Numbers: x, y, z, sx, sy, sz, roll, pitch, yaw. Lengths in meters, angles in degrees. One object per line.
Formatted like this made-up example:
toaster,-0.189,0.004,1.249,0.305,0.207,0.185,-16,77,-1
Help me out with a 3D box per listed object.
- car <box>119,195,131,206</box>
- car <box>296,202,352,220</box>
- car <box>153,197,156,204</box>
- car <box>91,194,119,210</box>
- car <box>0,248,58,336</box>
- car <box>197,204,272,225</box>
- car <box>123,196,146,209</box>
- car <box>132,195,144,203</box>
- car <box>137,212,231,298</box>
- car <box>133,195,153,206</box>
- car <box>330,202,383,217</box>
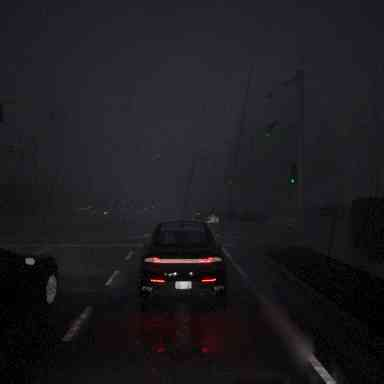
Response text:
car,-11.587,1.505,53.248,1.837,1.490,4.892,0,0,-1
car,11.395,1.547,27.211,5.357,1.411,2.033,0,0,0
car,-8.234,1.526,65.072,1.812,1.442,4.674,0,0,-1
car,-11.435,1.221,43.420,2.150,2.045,5.566,0,0,-2
car,-3.612,1.478,4.854,1.882,1.535,5.008,0,0,-2
car,2.868,1.547,23.578,5.357,1.411,2.033,0,0,0
car,-7.977,1.601,46.483,1.895,1.301,4.718,0,0,-1
car,-11.840,1.478,73.229,1.882,1.535,5.008,0,0,-1
car,-0.245,1.492,8.518,2.128,1.511,4.902,0,0,-2
car,-8.115,1.564,55.250,1.994,1.385,4.181,0,0,-1
car,15.467,1.601,30.676,4.718,1.301,1.895,0,0,0
